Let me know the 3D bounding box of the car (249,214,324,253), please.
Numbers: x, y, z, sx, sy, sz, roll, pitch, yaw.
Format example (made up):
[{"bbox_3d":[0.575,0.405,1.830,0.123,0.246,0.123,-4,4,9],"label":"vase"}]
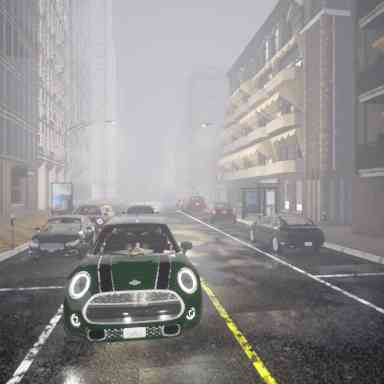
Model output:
[{"bbox_3d":[3.663,1.554,13.581,2.008,1.369,4.403,0,0,-9],"label":"car"}]

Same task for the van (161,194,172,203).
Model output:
[{"bbox_3d":[-5.060,1.382,69.389,1.690,1.788,3.998,0,0,-9],"label":"van"}]

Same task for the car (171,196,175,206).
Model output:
[{"bbox_3d":[-1.571,1.601,47.066,1.802,1.307,4.206,0,0,-9],"label":"car"}]

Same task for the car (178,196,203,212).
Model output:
[{"bbox_3d":[0.174,1.328,35.904,2.192,1.841,5.009,0,0,-9],"label":"car"}]

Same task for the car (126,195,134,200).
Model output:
[{"bbox_3d":[-16.829,1.506,90.419,1.967,1.590,4.097,0,0,-9],"label":"car"}]

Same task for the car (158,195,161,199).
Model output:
[{"bbox_3d":[-5.931,1.613,74.970,1.947,1.339,4.313,0,0,-9],"label":"car"}]

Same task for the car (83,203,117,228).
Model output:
[{"bbox_3d":[-6.335,1.532,23.280,1.752,1.417,4.829,0,0,-9],"label":"car"}]

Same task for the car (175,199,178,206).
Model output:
[{"bbox_3d":[-0.699,1.598,41.485,1.802,1.307,4.206,0,0,-9],"label":"car"}]

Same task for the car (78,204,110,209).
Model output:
[{"bbox_3d":[-5.490,1.445,17.868,1.967,1.590,4.097,0,0,-9],"label":"car"}]

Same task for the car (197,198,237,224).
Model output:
[{"bbox_3d":[1.918,1.448,24.742,1.967,1.590,4.097,0,0,-9],"label":"car"}]

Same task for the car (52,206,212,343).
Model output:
[{"bbox_3d":[-1.138,1.353,6.810,2.097,1.767,4.553,0,0,-9],"label":"car"}]

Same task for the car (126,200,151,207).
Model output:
[{"bbox_3d":[-2.986,1.483,19.300,1.882,1.535,5.008,0,0,-9],"label":"car"}]

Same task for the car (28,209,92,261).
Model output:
[{"bbox_3d":[-4.617,1.553,12.286,2.008,1.369,4.403,0,0,-9],"label":"car"}]
